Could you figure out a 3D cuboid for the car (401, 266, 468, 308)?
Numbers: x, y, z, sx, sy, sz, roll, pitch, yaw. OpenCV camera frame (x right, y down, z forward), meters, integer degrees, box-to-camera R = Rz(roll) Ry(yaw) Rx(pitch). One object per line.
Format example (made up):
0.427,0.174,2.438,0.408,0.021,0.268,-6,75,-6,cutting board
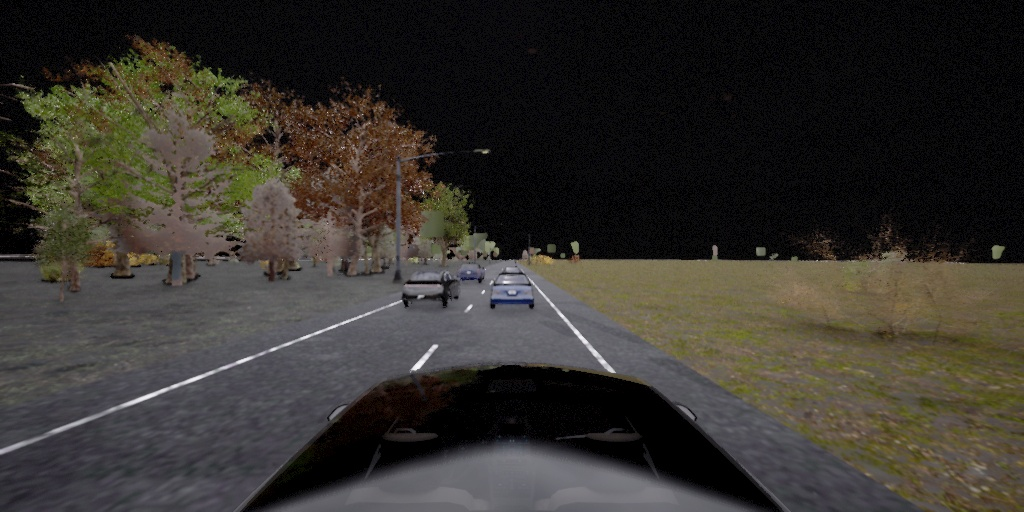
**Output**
-3.490,1.376,16.155,2.128,1.511,4.902,0,0,0,car

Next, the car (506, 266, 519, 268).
0.017,1.587,31.190,1.994,1.385,4.181,0,0,0,car

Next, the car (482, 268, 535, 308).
0.007,1.428,15.847,2.033,1.411,5.357,0,0,0,car

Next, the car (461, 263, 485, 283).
-3.485,1.370,30.940,2.097,1.767,4.553,0,-1,0,car
